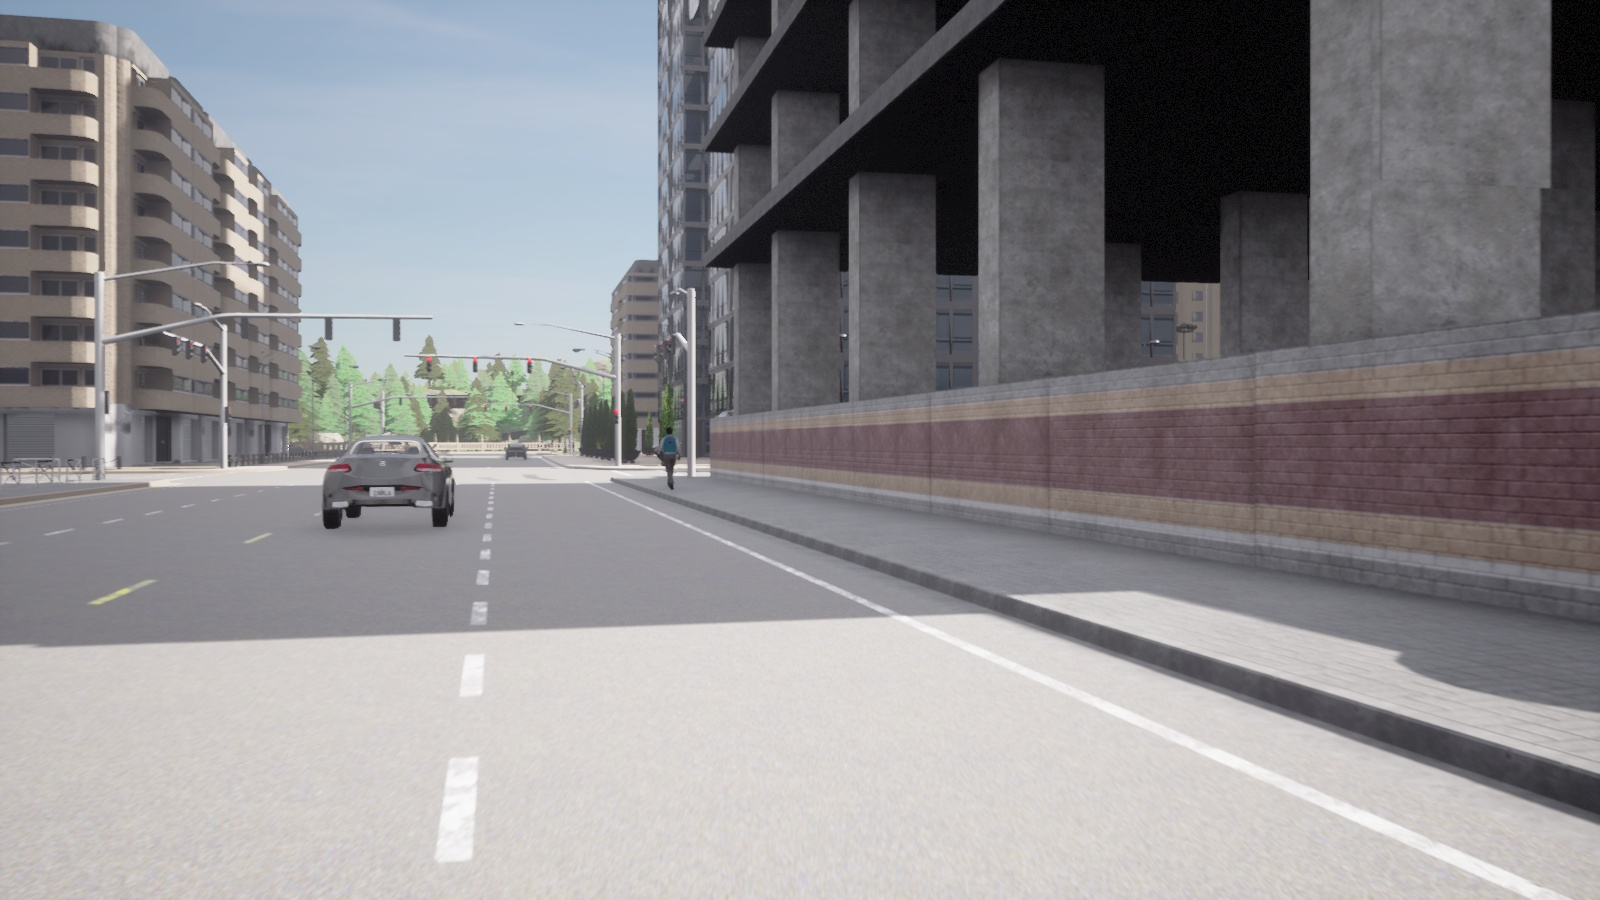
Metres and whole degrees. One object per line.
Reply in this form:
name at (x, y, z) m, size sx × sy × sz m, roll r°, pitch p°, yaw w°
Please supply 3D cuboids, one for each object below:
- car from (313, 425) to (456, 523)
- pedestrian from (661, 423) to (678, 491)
car at (-7.720, 0.385, 23.797) m, size 2.152 × 1.651 × 5.027 m, roll 0°, pitch 0°, yaw -14°
pedestrian at (-3.747, 0.194, 36.052) m, size 0.396 × 1.930 × 0.692 m, roll 0°, pitch 0°, yaw -15°
